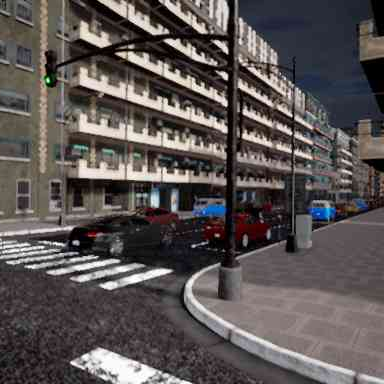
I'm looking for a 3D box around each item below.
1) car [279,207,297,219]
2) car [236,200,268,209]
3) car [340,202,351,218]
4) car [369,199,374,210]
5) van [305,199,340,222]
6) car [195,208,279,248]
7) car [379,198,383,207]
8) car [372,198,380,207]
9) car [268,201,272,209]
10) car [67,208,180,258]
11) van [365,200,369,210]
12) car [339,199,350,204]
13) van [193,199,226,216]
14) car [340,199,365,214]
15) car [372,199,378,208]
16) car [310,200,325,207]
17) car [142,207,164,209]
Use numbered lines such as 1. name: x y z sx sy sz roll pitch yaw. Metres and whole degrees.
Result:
1. car: 9.950 1.853 31.983 2.033 1.411 5.357 1 0 34
2. car: 4.727 1.682 29.749 1.882 1.535 5.008 1 0 34
3. car: 14.946 1.984 34.622 1.802 1.307 4.206 0 0 34
4. car: 27.602 2.244 53.513 1.802 1.307 4.206 0 -1 34
5. van: 11.787 1.681 29.900 1.690 1.788 3.998 0 0 34
6. car: 2.298 1.701 15.727 1.887 1.381 4.507 0 0 34
7. car: 37.093 2.410 67.681 1.887 1.381 4.507 0 -1 34
8. car: 33.929 2.379 62.958 1.802 1.307 4.206 0 -1 34
9. car: 7.981 1.711 39.295 1.967 1.590 4.097 0 0 34
10. car: -2.644 1.590 13.186 1.812 1.442 4.674 1 0 34
11. van: 24.441 1.937 48.792 1.690 1.788 3.998 0 -1 34
12. car: 39.625 2.496 86.516 2.008 1.369 4.403 0 -1 34
13. van: 1.680 1.488 29.833 1.690 1.788 3.998 0 0 34
14. car: 21.369 2.057 44.209 1.752 1.417 4.829 0 -1 34
15. car: 30.766 2.295 58.235 1.947 1.339 4.313 0 -1 34
16. car: 23.807 2.179 62.902 1.802 1.307 4.206 0 -1 34
17. car: -2.509 1.591 18.955 1.812 1.442 4.674 1 0 34
